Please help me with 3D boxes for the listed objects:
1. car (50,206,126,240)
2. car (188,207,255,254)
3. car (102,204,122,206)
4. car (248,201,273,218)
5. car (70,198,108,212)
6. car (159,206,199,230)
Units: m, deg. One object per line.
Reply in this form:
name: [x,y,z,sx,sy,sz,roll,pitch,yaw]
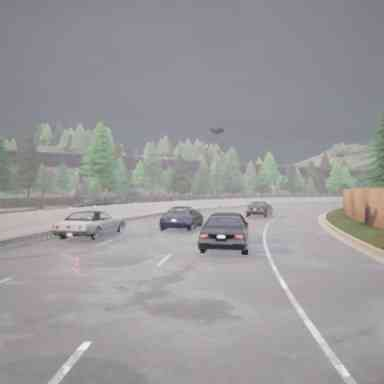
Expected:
car: [-5.039,1.609,17.001,1.895,1.301,4.718,0,0,11]
car: [1.429,1.567,13.728,2.033,1.411,5.357,0,0,10]
car: [-8.783,1.591,40.648,1.994,1.385,4.181,0,0,24]
car: [6.453,1.599,31.522,2.033,1.411,5.357,0,0,22]
car: [-12.519,1.525,40.777,1.837,1.490,4.892,0,-1,23]
car: [-0.557,1.587,20.848,1.994,1.385,4.181,0,0,14]
